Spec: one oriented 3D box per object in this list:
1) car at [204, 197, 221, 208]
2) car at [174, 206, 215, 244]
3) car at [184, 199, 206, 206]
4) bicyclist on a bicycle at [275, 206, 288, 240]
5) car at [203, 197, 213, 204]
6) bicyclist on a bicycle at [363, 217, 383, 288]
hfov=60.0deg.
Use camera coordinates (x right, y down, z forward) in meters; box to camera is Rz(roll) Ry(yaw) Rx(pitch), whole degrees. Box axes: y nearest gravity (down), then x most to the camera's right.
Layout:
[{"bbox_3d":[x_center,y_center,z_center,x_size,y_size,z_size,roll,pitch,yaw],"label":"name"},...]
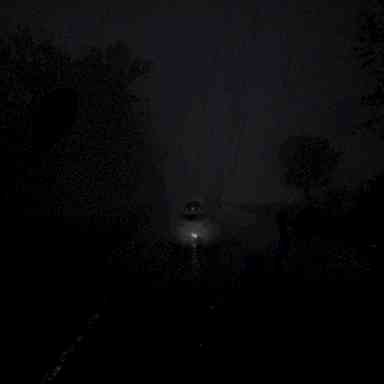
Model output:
[{"bbox_3d":[3.608,1.599,54.542,2.097,1.767,4.553,0,0,0],"label":"car"},{"bbox_3d":[0.102,1.597,16.037,1.812,1.442,4.674,0,0,0],"label":"car"},{"bbox_3d":[0.104,1.702,34.457,2.033,1.411,5.357,0,0,0],"label":"car"},{"bbox_3d":[4.469,1.528,16.596,0.582,1.620,1.656,0,-1,0],"label":"bicyclist on a bicycle"},{"bbox_3d":[3.513,1.835,73.643,1.837,1.490,4.892,0,0,0],"label":"car"},{"bbox_3d":[4.467,1.407,7.777,0.659,1.776,1.843,0,0,0],"label":"bicyclist on a bicycle"}]
